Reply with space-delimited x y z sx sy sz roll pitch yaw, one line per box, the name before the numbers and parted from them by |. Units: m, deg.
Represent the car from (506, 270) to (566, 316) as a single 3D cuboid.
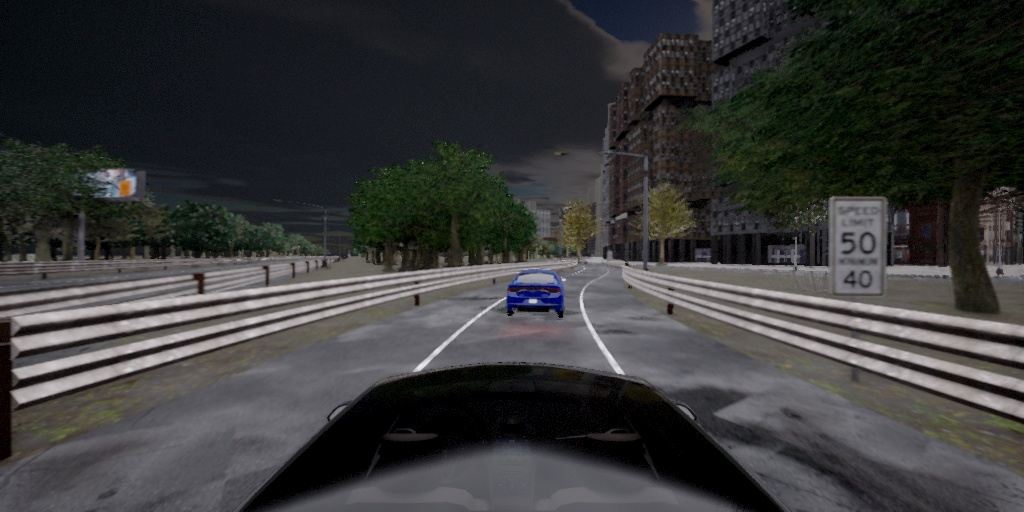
car | 0.993 1.250 13.480 1.882 1.535 5.008 0 0 8
